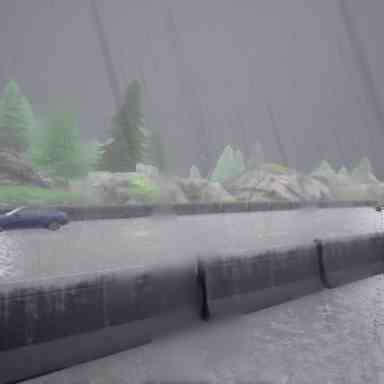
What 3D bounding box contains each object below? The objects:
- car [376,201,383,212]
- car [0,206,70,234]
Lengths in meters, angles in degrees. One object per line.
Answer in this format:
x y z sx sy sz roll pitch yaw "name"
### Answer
22.343 1.458 36.997 4.892 1.490 1.837 0 0 -35 "car"
-9.377 1.522 18.799 4.674 1.442 1.812 0 0 -35 "car"
